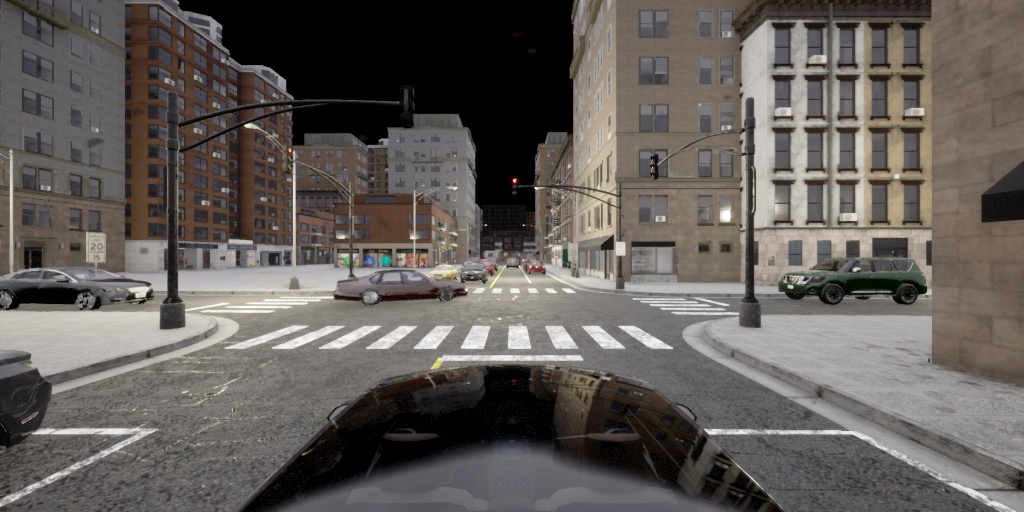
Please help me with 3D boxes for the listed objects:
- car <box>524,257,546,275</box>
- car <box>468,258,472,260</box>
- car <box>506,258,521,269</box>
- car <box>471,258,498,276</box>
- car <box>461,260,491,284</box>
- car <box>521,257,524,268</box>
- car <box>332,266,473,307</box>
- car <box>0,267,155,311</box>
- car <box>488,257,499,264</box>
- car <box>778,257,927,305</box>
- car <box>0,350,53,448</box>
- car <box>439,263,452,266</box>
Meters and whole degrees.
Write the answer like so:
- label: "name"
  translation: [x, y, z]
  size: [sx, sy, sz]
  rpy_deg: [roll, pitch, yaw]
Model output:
- label: "car"
  translation: [2.651, 1.191, 39.808]
  size: [1.967, 1.591, 4.097]
  rpy_deg: [0, 0, 0]
- label: "car"
  translation: [-5.372, 1.302, 45.473]
  size: [2.007, 1.370, 4.403]
  rpy_deg: [0, 0, 0]
- label: "car"
  translation: [0.114, 1.317, 58.538]
  size: [1.994, 1.385, 4.181]
  rpy_deg: [0, 0, 1]
- label: "car"
  translation: [-2.839, 1.229, 37.536]
  size: [1.882, 1.535, 5.008]
  rpy_deg: [0, 0, 0]
- label: "car"
  translation: [-2.819, 1.255, 27.219]
  size: [1.837, 1.490, 4.892]
  rpy_deg: [0, 0, -1]
- label: "car"
  translation: [2.653, 1.066, 45.470]
  size: [2.192, 1.841, 5.009]
  rpy_deg: [0, 0, 0]
- label: "car"
  translation: [-4.665, 1.283, 15.271]
  size: [5.357, 1.411, 2.033]
  rpy_deg: [0, 0, -25]
- label: "car"
  translation: [-16.221, 1.166, 13.300]
  size: [4.902, 1.511, 2.128]
  rpy_deg: [0, 0, 0]
- label: "car"
  translation: [-2.820, 1.257, 47.952]
  size: [1.837, 1.490, 4.892]
  rpy_deg: [0, 0, 0]
- label: "car"
  translation: [15.349, 1.056, 16.293]
  size: [5.566, 2.045, 2.150]
  rpy_deg: [0, 0, -2]
- label: "car"
  translation: [-5.388, 1.300, 1.642]
  size: [2.007, 1.370, 4.403]
  rpy_deg: [0, 0, 0]
- label: "car"
  translation: [-5.379, 1.276, 28.317]
  size: [1.751, 1.417, 4.829]
  rpy_deg: [0, 0, 0]
